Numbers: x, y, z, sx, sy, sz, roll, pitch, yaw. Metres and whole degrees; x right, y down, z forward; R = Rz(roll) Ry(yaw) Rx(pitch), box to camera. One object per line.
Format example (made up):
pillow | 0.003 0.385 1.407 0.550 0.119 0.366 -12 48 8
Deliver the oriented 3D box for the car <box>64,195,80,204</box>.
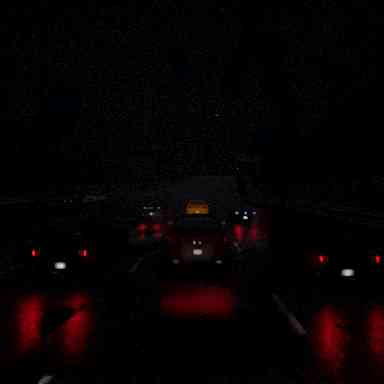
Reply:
car | -19.694 1.373 55.673 1.837 1.490 4.892 0 1 3

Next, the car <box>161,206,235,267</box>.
car | 0.177 1.458 11.419 1.882 1.535 5.008 0 0 1

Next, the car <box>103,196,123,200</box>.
car | -12.697 1.380 55.548 1.837 1.490 4.892 0 1 3

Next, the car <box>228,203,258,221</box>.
car | 3.926 1.557 26.335 1.895 1.301 4.718 0 0 1

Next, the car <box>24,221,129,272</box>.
car | -3.333 1.580 10.707 1.895 1.301 4.718 0 0 1

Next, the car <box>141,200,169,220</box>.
car | -3.039 1.440 27.734 2.128 1.511 4.902 0 0 1

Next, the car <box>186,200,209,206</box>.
car | 0.501 1.426 29.284 1.882 1.535 5.008 0 0 1

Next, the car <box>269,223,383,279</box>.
car | 3.659 1.585 9.981 1.895 1.301 4.718 0 0 1

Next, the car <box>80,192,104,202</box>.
car | -16.198 1.093 55.521 2.150 2.045 5.566 0 0 3
